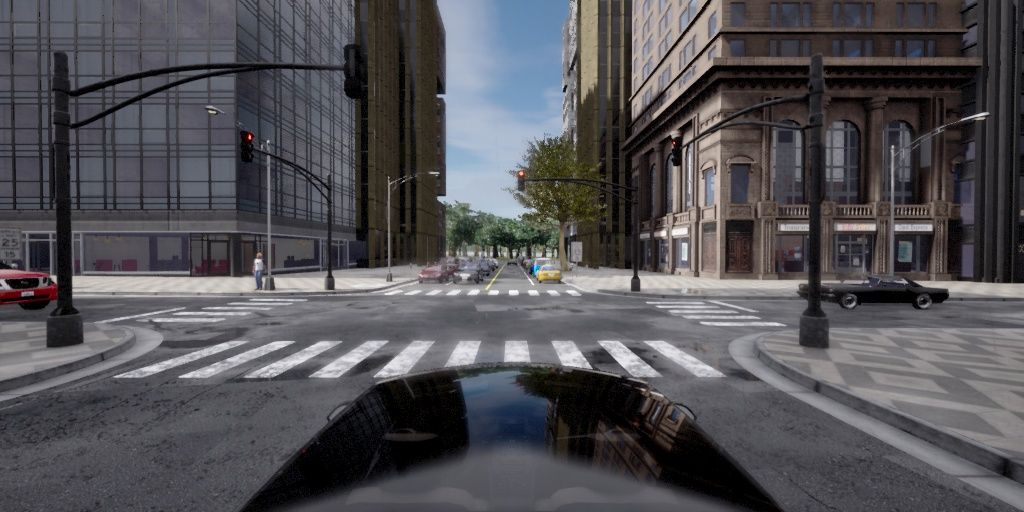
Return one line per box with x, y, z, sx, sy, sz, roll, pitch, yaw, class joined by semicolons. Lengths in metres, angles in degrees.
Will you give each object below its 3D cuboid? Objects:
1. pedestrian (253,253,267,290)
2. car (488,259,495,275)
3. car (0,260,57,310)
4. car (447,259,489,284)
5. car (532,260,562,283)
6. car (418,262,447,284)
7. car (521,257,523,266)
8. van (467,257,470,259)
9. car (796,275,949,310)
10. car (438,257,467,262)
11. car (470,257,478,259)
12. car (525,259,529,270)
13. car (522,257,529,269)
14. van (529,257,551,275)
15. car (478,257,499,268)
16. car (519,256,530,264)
-12.537;0.740;17.796;0.375;1.860;0.375;0;0;0;pedestrian
-3.123;1.260;36.306;2.033;1.411;5.357;0;0;0;car
-18.383;0.841;11.542;5.566;2.045;2.150;1;1;0;car
-3.127;1.220;26.484;2.128;1.511;4.902;0;0;1;car
2.740;1.253;27.160;1.751;1.417;4.829;0;0;0;car
-5.785;1.310;26.973;1.802;1.307;4.207;0;0;0;car
2.716;1.211;55.388;1.888;1.381;4.507;0;0;0;car
-5.795;1.049;38.334;1.690;1.789;3.998;0;0;0;van
14.698;1.443;14.844;4.718;1.301;1.895;0;1;0;car
-5.790;1.033;32.654;2.192;1.841;5.009;0;0;0;car
-5.800;1.010;44.014;2.192;1.841;5.009;0;0;0;car
2.730;1.274;38.349;1.948;1.339;4.313;0;0;0;car
2.721;1.207;49.879;1.751;1.417;4.829;0;0;0;car
2.735;1.059;32.670;1.690;1.789;3.998;0;0;0;van
-3.126;1.181;46.418;2.128;1.511;4.902;0;0;0;car
2.711;1.201;61.067;2.007;1.370;4.403;0;0;0;car
